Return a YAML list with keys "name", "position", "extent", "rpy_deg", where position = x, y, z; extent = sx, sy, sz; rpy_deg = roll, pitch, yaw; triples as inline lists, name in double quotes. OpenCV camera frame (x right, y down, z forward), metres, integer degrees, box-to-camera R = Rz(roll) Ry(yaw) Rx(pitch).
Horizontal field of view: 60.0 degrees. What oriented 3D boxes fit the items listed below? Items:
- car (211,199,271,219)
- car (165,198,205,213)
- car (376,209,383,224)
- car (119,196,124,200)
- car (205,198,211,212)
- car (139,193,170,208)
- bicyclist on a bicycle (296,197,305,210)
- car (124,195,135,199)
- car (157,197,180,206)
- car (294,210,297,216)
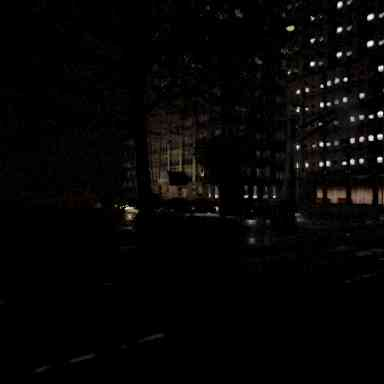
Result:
- name: "car"
  position: [4.005, 1.406, 27.568]
  extent: [1.837, 1.490, 4.892]
  rpy_deg: [1, 0, -34]
- name: "car"
  position: [-1.208, 1.380, 35.365]
  extent: [2.128, 1.511, 4.902]
  rpy_deg: [1, 0, -34]
- name: "car"
  position: [14.740, 1.479, 22.270]
  extent: [1.882, 1.535, 5.008]
  rpy_deg: [2, -1, -14]
- name: "car"
  position: [-12.346, 1.292, 63.893]
  extent: [2.097, 1.767, 4.553]
  rpy_deg: [1, 0, -34]
- name: "car"
  position: [1.214, 1.426, 37.587]
  extent: [2.128, 1.511, 4.902]
  rpy_deg: [1, 0, -34]
- name: "car"
  position: [-5.472, 1.137, 47.616]
  extent: [2.150, 2.045, 5.566]
  rpy_deg: [1, 0, -34]
- name: "bicyclist on a bicycle"
  position: [12.890, 1.399, 39.662]
  extent: [1.656, 1.620, 0.582]
  rpy_deg: [1, 0, -34]
- name: "car"
  position: [-6.762, 1.352, 43.690]
  extent: [1.882, 1.535, 5.008]
  rpy_deg: [1, 0, -34]
- name: "car"
  position: [-4.121, 1.602, 57.433]
  extent: [1.895, 1.301, 4.718]
  rpy_deg: [1, 0, -34]
- name: "car"
  position: [6.617, 1.496, 29.505]
  extent: [2.033, 1.411, 5.357]
  rpy_deg: [1, 0, -34]
